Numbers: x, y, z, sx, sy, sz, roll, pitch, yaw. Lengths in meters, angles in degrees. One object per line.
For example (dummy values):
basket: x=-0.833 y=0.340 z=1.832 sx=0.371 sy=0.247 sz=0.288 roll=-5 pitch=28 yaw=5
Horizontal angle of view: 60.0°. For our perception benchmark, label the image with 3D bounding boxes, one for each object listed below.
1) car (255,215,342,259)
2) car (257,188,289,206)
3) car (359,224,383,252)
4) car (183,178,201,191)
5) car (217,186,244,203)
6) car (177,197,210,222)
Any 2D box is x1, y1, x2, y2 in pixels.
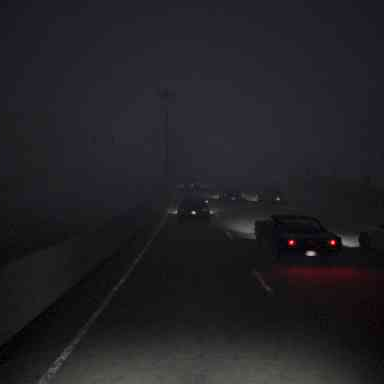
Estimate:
car: x=3.598 y=1.494 z=12.255 sx=1.895 sy=1.301 sz=4.718 roll=0 pitch=2 yaw=0
car: x=7.063 y=0.353 z=29.311 sx=1.994 sy=1.385 sz=4.181 roll=0 pitch=6 yaw=0
car: x=7.098 y=1.465 z=10.370 sx=1.812 sy=1.442 sz=4.674 roll=0 pitch=1 yaw=0
car: x=0.002 y=-1.076 z=40.693 sx=2.163 sy=1.488 sz=4.792 roll=0 pitch=7 yaw=0
car: x=3.555 y=0.144 z=30.946 sx=1.812 sy=1.442 sz=4.674 roll=0 pitch=6 yaw=0
car: x=0.092 y=1.031 z=21.227 sx=1.994 sy=1.385 sz=4.181 roll=0 pitch=4 yaw=0
